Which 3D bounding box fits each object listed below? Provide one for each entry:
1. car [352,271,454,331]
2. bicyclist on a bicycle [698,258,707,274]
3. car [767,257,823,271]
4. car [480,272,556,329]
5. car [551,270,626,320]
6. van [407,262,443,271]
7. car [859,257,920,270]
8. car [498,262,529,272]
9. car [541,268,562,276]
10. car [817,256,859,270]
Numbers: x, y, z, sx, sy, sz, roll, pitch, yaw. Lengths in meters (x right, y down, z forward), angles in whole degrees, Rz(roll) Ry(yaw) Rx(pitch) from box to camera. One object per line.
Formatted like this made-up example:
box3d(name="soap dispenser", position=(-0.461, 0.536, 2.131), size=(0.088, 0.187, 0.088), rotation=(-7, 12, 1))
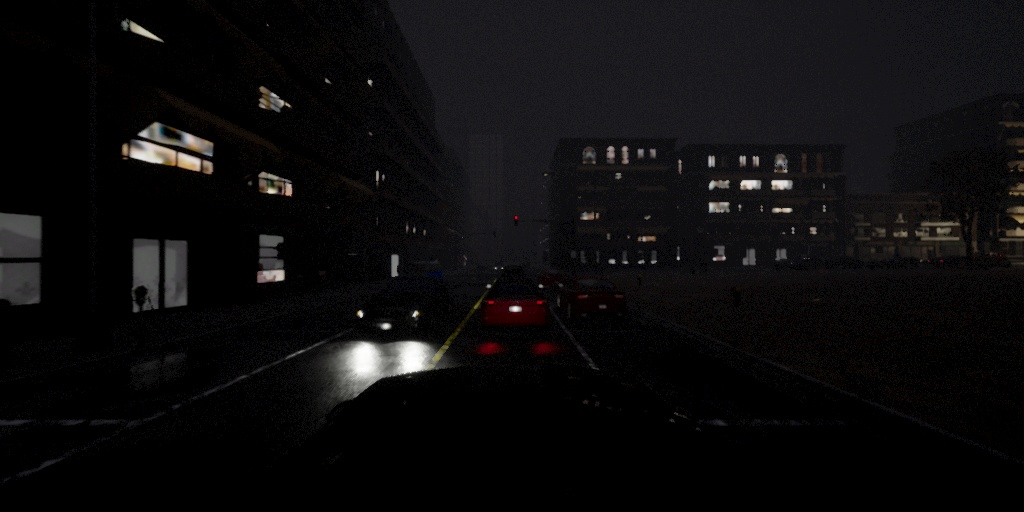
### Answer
box3d(name="car", position=(-3.102, 1.370, 11.495), size=(2.033, 1.411, 5.357), rotation=(0, 0, 0))
box3d(name="bicyclist on a bicycle", position=(20.237, 1.049, 38.216), size=(0.582, 1.620, 1.656), rotation=(-1, 0, -1))
box3d(name="car", position=(32.469, 1.106, 41.340), size=(4.403, 1.370, 2.007), rotation=(0, 0, -1))
box3d(name="car", position=(0.094, 1.387, 11.488), size=(1.994, 1.385, 4.181), rotation=(0, 0, 0))
box3d(name="car", position=(2.686, 1.378, 12.831), size=(1.888, 1.381, 4.507), rotation=(0, 0, 0))
box3d(name="van", position=(-5.697, 1.259, 23.882), size=(1.690, 1.789, 3.998), rotation=(0, 0, 0))
box3d(name="car", position=(43.606, 0.933, 41.500), size=(4.403, 1.370, 2.007), rotation=(0, 0, -1))
box3d(name="car", position=(0.093, 1.455, 27.969), size=(1.837, 1.490, 4.892), rotation=(0, -1, 0))
box3d(name="car", position=(2.684, 1.463, 23.882), size=(1.888, 1.381, 4.507), rotation=(0, 0, 0))
box3d(name="car", position=(41.074, 0.927, 44.141), size=(4.892, 1.490, 1.837), rotation=(-1, 0, 0))
